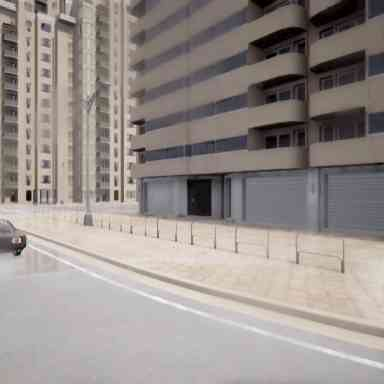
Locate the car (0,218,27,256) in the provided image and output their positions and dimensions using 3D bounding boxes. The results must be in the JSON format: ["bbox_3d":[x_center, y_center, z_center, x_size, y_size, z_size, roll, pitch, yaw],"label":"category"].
[{"bbox_3d":[-7.639,1.614,12.180,1.895,1.301,4.718,0,0,-40],"label":"car"}]
